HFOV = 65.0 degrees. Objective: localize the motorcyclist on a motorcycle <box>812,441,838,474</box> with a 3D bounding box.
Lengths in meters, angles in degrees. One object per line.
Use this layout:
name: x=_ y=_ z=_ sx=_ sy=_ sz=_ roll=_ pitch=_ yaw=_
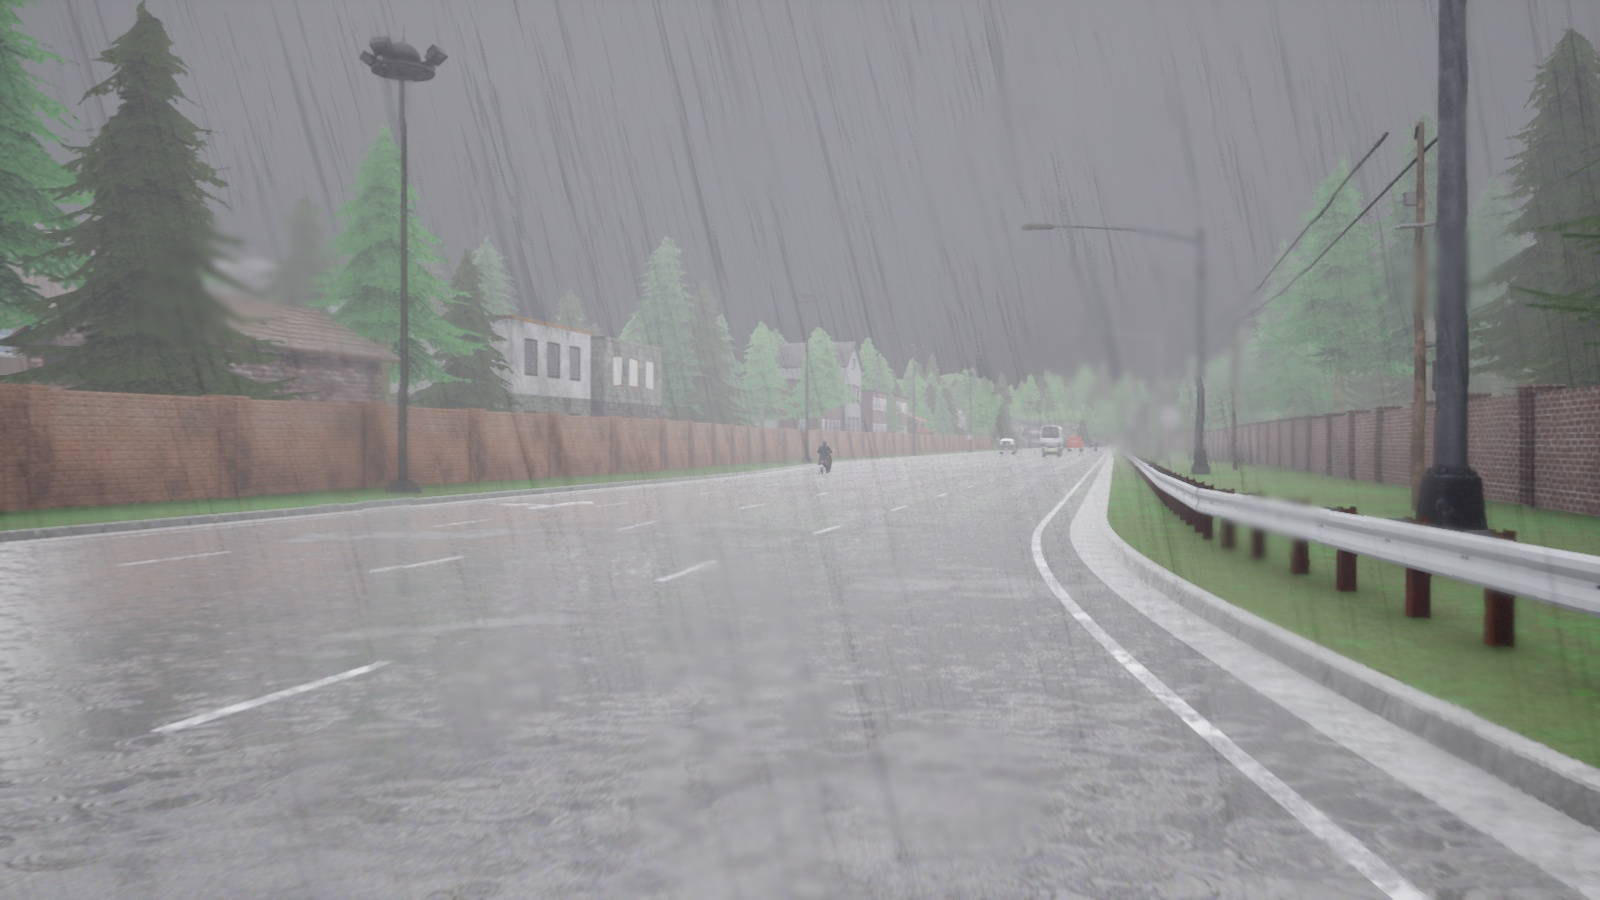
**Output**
motorcyclist on a motorcycle: x=1.206 y=0.360 z=60.502 sx=0.866 sy=1.590 sz=1.817 roll=0 pitch=0 yaw=14
